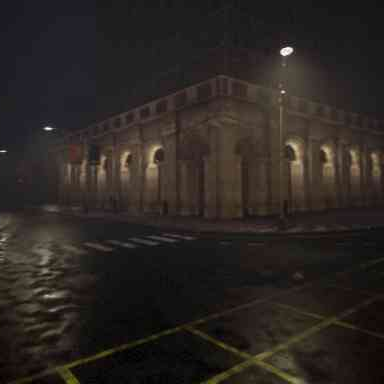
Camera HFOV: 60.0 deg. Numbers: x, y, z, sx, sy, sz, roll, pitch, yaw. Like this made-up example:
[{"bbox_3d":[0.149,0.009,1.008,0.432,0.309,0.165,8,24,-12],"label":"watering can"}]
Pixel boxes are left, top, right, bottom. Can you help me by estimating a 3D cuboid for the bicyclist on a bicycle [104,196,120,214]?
[{"bbox_3d":[-7.420,1.217,30.990,1.656,1.620,0.582,-1,1,-39],"label":"bicyclist on a bicycle"}]
